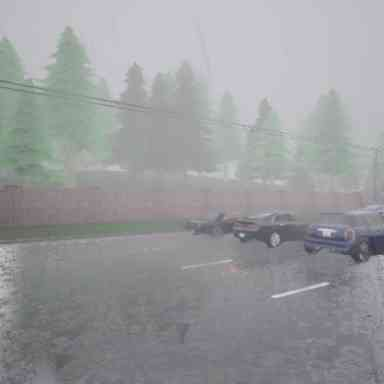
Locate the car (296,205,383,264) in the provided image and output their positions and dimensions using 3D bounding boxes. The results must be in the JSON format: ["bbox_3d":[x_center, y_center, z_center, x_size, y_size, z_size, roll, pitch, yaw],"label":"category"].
[{"bbox_3d":[6.381,1.488,12.673,4.553,1.767,2.097,1,0,-35],"label":"car"}]

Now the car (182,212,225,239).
[{"bbox_3d":[1.880,1.731,18.070,4.718,1.301,1.895,1,0,-35],"label":"car"}]

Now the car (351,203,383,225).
[{"bbox_3d":[15.574,1.794,27.823,5.008,1.535,1.882,0,0,-35],"label":"car"}]

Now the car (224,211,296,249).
[{"bbox_3d":[4.085,1.635,15.340,4.892,1.490,1.837,2,-1,-35],"label":"car"}]
